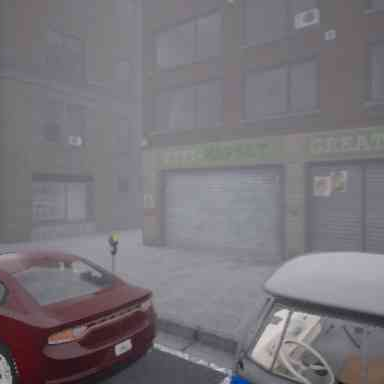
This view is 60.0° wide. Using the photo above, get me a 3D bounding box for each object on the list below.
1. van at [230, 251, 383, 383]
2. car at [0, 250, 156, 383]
[{"bbox_3d":[2.045,1.341,1.617,3.998,1.788,1.690,0,0,36],"label":"van"},{"bbox_3d":[-2.562,1.549,4.906,4.507,1.381,1.887,0,0,36],"label":"car"}]
